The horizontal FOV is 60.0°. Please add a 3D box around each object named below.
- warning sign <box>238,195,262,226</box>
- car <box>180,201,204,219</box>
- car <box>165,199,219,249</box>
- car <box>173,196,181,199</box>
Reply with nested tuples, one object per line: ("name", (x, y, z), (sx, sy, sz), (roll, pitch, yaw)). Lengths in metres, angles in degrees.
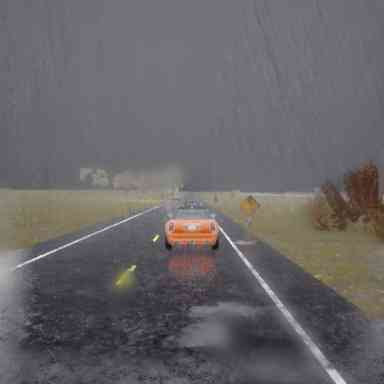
("warning sign", (3.546, 1.118, 20.346), (1.300, 1.860, 1.060), (0, 0, 0))
("car", (0.000, 1.578, 29.649), (1.994, 1.385, 4.181), (0, 0, 0))
("car", (0.000, 1.369, 14.620), (2.097, 1.767, 4.553), (0, 0, 0))
("car", (-3.500, 1.553, 76.749), (2.033, 1.411, 5.357), (0, 0, 0))
